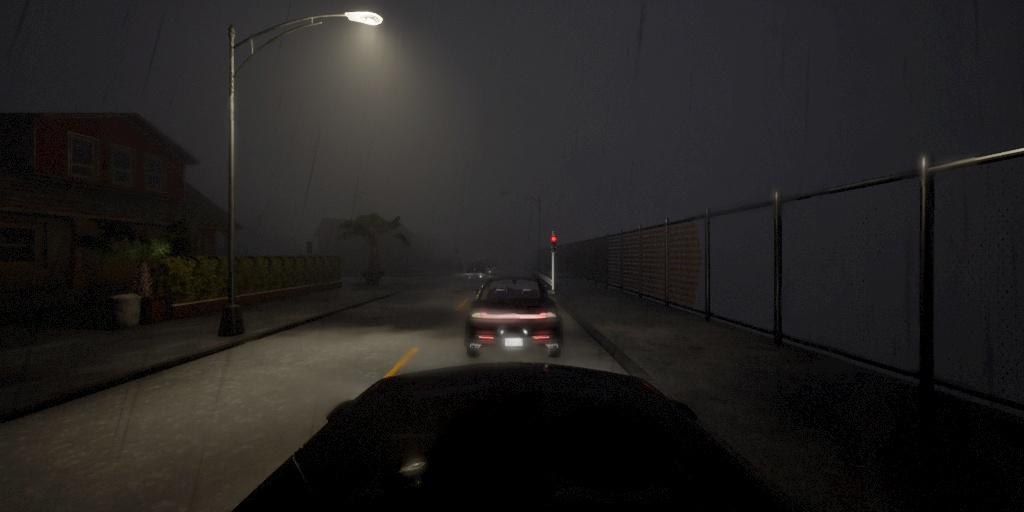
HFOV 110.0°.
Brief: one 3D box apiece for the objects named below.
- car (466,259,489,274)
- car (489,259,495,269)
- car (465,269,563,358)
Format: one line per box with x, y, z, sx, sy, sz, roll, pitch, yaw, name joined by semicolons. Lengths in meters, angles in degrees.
-4.133;1.313;41.723;1.994;1.385;4.181;0;0;0;car
-4.110;1.257;55.807;1.837;1.490;4.892;0;0;0;car
0.052;1.242;8.472;2.128;1.511;4.902;0;0;0;car
